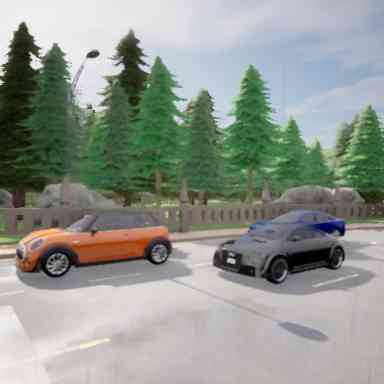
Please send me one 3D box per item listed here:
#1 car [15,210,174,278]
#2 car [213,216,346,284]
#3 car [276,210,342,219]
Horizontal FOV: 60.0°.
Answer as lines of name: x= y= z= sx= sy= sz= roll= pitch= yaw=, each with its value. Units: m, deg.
car: x=-2.910 y=1.386 z=10.363 sx=4.553 sy=1.767 sz=2.097 roll=1 pitch=0 yaw=-33
car: x=2.652 y=1.632 z=9.851 sx=4.181 sy=1.385 sz=1.994 roll=1 pitch=0 yaw=-35
car: x=4.885 y=1.587 z=15.297 sx=5.008 sy=1.535 sz=1.882 roll=1 pitch=0 yaw=-29
